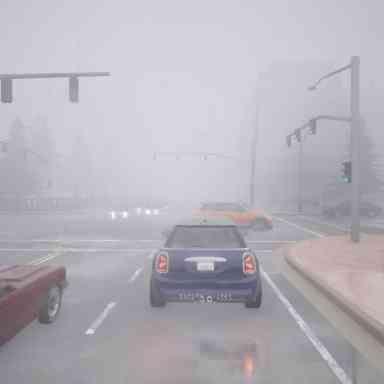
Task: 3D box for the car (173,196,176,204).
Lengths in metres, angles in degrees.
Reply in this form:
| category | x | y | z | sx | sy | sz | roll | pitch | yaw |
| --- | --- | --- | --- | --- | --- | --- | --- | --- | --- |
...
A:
| category | x | y | z | sx | sy | sz | roll | pitch | yaw |
| --- | --- | --- | --- | --- | --- | --- | --- | --- | --- |
| car | -4.274 | 1.478 | 65.454 | 1.882 | 1.535 | 5.008 | 0 | 0 | 3 |

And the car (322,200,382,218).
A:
| category | x | y | z | sx | sy | sz | roll | pitch | yaw |
| --- | --- | --- | --- | --- | --- | --- | --- | --- | --- |
| car | 14.115 | 1.505 | 29.515 | 4.892 | 1.490 | 1.837 | 0 | 0 | 4 |

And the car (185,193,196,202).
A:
| category | x | y | z | sx | sy | sz | roll | pitch | yaw |
| --- | --- | --- | --- | --- | --- | --- | --- | --- | --- |
| car | -0.459 | 1.520 | 72.755 | 1.812 | 1.442 | 4.674 | 0 | 0 | 2 |

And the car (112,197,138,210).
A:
| category | x | y | z | sx | sy | sz | roll | pitch | yaw |
| --- | --- | --- | --- | --- | --- | --- | --- | --- | --- |
| car | -8.705 | 1.601 | 42.530 | 1.895 | 1.301 | 4.718 | 0 | 0 | 2 |

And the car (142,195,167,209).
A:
| category | x | y | z | sx | sy | sz | roll | pitch | yaw |
| --- | --- | --- | --- | --- | --- | --- | --- | --- | --- |
| car | -5.078 | 1.491 | 45.797 | 2.128 | 1.511 | 4.902 | 0 | 0 | 2 |

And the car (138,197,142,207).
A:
| category | x | y | z | sx | sy | sz | roll | pitch | yaw |
| --- | --- | --- | --- | --- | --- | --- | --- | --- | --- |
| car | -8.347 | 1.491 | 51.835 | 2.128 | 1.511 | 4.902 | 0 | 0 | 2 |

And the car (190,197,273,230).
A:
| category | x | y | z | sx | sy | sz | roll | pitch | yaw |
| --- | --- | --- | --- | --- | --- | --- | --- | --- | --- |
| car | 2.313 | 1.352 | 19.196 | 4.553 | 1.767 | 2.097 | 0 | 0 | 2 |

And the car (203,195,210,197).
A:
| category | x | y | z | sx | sy | sz | roll | pitch | yaw |
| --- | --- | --- | --- | --- | --- | --- | --- | --- | --- |
| car | 3.076 | 1.549 | 73.619 | 1.994 | 1.385 | 4.181 | 0 | 0 | 2 |

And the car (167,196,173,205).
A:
| category | x | y | z | sx | sy | sz | roll | pitch | yaw |
| --- | --- | --- | --- | --- | --- | --- | --- | --- | --- |
| car | -4.715 | 1.478 | 55.156 | 1.882 | 1.535 | 5.008 | 0 | 0 | 2 |

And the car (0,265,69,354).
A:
| category | x | y | z | sx | sy | sz | roll | pitch | yaw |
| --- | --- | --- | --- | --- | --- | --- | --- | --- | --- |
| car | -3.307 | 1.601 | 4.216 | 1.895 | 1.301 | 4.718 | 0 | 0 | 2 |

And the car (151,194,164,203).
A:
| category | x | y | z | sx | sy | sz | roll | pitch | yaw |
| --- | --- | --- | --- | --- | --- | --- | --- | --- | --- |
| car | -7.490 | 1.355 | 72.076 | 2.097 | 1.767 | 4.553 | 0 | 0 | 2 |

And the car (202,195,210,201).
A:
| category | x | y | z | sx | sy | sz | roll | pitch | yaw |
| --- | --- | --- | --- | --- | --- | --- | --- | --- | --- |
| car | 3.404 | 1.475 | 82.324 | 1.882 | 1.535 | 5.008 | 0 | 0 | 2 |

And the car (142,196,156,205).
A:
| category | x | y | z | sx | sy | sz | roll | pitch | yaw |
| --- | --- | --- | --- | --- | --- | --- | --- | --- | --- |
| car | -7.938 | 1.505 | 61.921 | 1.837 | 1.490 | 4.892 | 0 | 0 | 3 |

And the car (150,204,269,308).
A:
| category | x | y | z | sx | sy | sz | roll | pitch | yaw |
| --- | --- | --- | --- | --- | --- | --- | --- | --- | --- |
| car | 0.305 | 1.352 | 8.090 | 2.097 | 1.767 | 4.553 | 0 | 0 | 2 |

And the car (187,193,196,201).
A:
| category | x | y | z | sx | sy | sz | roll | pitch | yaw |
| --- | --- | --- | --- | --- | --- | --- | --- | --- | --- |
| car | -0.092 | 1.223 | 82.486 | 2.150 | 2.045 | 5.566 | 0 | 0 | 2 |
